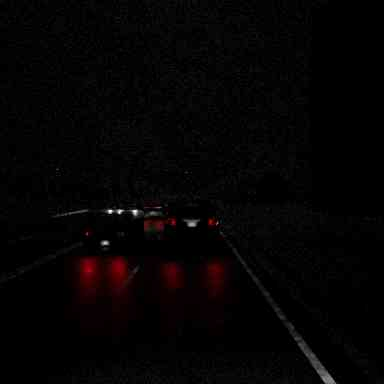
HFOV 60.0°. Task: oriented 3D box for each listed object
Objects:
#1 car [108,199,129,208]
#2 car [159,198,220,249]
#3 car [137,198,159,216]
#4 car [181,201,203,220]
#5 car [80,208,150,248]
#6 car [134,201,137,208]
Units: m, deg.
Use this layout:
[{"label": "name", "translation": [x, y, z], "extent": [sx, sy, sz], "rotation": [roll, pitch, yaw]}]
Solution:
[{"label": "car", "translation": [-9.749, 1.615, 44.650], "extent": [2.033, 1.411, 5.357], "rotation": [0, 0, 0]}, {"label": "car", "translation": [0.001, 1.258, 14.680], "extent": [2.150, 2.045, 5.566], "rotation": [0, 0, 0]}, {"label": "car", "translation": [-3.250, 1.501, 29.650], "extent": [2.128, 1.511, 4.902], "rotation": [0, 0, 0]}, {"label": "car", "translation": [0.000, 1.539, 29.650], "extent": [1.812, 1.442, 4.674], "rotation": [0, 0, 0]}, {"label": "car", "translation": [-3.249, 1.616, 14.680], "extent": [1.895, 1.301, 4.718], "rotation": [0, 0, 0]}, {"label": "car", "translation": [-6.499, 1.525, 44.650], "extent": [1.882, 1.535, 5.008], "rotation": [0, 0, 0]}]
